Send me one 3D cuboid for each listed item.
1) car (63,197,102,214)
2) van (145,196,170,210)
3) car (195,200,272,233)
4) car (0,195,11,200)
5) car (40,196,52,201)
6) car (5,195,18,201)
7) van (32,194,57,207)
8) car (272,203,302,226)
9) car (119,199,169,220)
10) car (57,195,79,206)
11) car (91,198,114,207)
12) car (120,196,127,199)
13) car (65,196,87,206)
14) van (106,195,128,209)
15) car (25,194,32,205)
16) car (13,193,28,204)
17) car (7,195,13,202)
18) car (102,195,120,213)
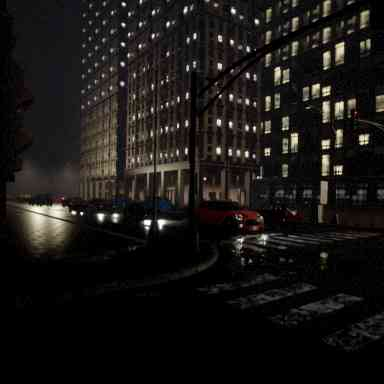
[{"bbox_3d":[-10.913,1.427,32.886,2.008,1.369,4.403,1,-1,-35],"label":"car"},{"bbox_3d":[-4.079,1.381,37.741,1.690,1.788,3.998,1,-1,-35],"label":"van"},{"bbox_3d":[1.995,1.304,19.196,2.097,1.767,4.553,1,-1,-35],"label":"car"},{"bbox_3d":[-46.805,1.365,83.400,1.752,1.417,4.829,1,-1,-35],"label":"car"},{"bbox_3d":[-36.801,1.570,83.784,1.802,1.307,4.206,1,-1,-35],"label":"car"},{"bbox_3d":[-40.358,1.378,74.327,2.008,1.369,4.403,1,-1,-35],"label":"car"},{"bbox_3d":[-20.725,1.197,46.702,1.690,1.788,3.998,1,-1,-35],"label":"van"},{"bbox_3d":[5.735,1.504,23.926,1.967,1.590,4.097,1,-1,-35],"label":"car"},{"bbox_3d":[-4.122,1.502,27.797,1.994,1.385,4.181,1,-1,-35],"label":"car"},{"bbox_3d":[-15.977,1.404,44.563,2.128,1.511,4.902,1,-1,-35],"label":"car"},{"bbox_3d":[-13.898,1.586,51.552,1.947,1.339,4.313,1,-1,-35],"label":"car"},{"bbox_3d":[-7.354,1.584,42.343,2.008,1.369,4.403,1,-1,-35],"label":"car"},{"bbox_3d":[-18.924,1.456,54.157,2.128,1.511,4.902,1,-1,-35],"label":"car"},{"bbox_3d":[-10.622,1.368,46.951,1.690,1.788,3.998,1,-1,-35],"label":"van"},{"bbox_3d":[-24.000,1.432,51.304,1.802,1.307,4.206,1,-1,-35],"label":"car"},{"bbox_3d":[-30.540,1.155,60.516,2.192,1.841,5.009,1,-1,-35],"label":"car"},{"bbox_3d":[-37.087,1.397,69.723,1.947,1.339,4.313,1,-1,-35],"label":"car"},{"bbox_3d":[-9.988,1.402,36.068,1.882,1.535,5.008,1,-1,-36],"label":"car"}]
